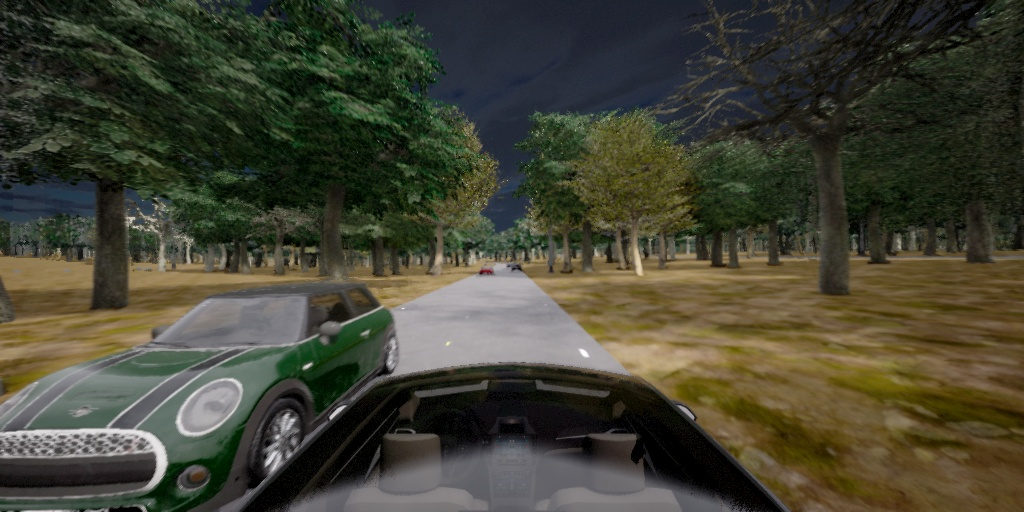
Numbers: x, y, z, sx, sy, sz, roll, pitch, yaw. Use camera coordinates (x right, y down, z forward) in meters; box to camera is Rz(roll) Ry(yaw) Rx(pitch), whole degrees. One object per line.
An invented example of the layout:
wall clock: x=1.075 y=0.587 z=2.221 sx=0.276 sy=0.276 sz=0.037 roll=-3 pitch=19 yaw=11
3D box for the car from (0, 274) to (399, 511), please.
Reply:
car: x=-3.104 y=1.182 z=4.628 sx=2.097 sy=1.767 sz=4.553 roll=-1 pitch=-1 yaw=0

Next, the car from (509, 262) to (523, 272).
car: x=0.796 y=1.952 z=62.738 sx=1.837 sy=1.490 sz=4.892 roll=-1 pitch=-1 yaw=0

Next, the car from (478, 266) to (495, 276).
car: x=-3.248 y=1.904 z=46.112 sx=1.895 sy=1.301 sz=4.718 roll=-1 pitch=-1 yaw=0
